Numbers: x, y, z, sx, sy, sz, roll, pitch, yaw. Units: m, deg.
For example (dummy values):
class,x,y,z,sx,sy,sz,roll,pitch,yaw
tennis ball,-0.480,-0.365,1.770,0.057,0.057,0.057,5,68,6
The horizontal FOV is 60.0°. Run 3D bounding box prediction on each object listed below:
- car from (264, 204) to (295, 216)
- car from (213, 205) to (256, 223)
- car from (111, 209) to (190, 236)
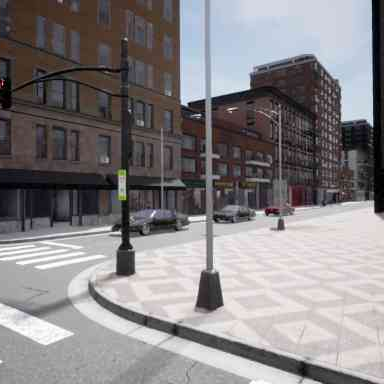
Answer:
class,x,y,z,sx,sy,sz,roll,pitch,yaw
car,9.642,1.930,36.528,1.895,1.301,4.718,-1,-1,36
car,3.632,1.793,28.197,2.033,1.411,5.357,-1,-1,35
car,-2.270,1.708,19.986,2.033,1.411,5.357,-1,-1,36
